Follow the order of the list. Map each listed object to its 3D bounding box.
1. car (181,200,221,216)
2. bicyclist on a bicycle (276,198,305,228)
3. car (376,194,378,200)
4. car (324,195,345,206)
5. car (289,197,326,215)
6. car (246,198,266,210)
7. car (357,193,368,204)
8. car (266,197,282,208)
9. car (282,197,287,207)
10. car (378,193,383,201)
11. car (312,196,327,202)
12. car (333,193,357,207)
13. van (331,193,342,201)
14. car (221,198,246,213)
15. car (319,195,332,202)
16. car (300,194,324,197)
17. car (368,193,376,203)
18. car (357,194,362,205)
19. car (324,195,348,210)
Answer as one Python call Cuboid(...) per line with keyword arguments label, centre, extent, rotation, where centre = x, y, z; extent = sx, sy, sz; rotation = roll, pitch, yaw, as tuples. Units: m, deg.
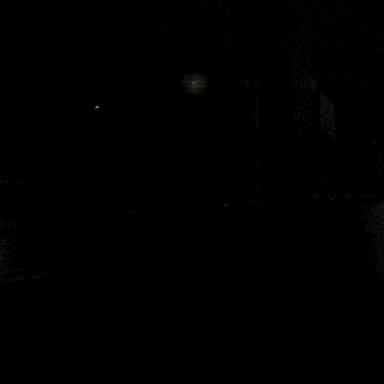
Cuboid(label="car", centre=(0.636, 1.525, 31.664), extent=(1.802, 1.307, 4.206), rotation=(0, 0, 35))
Cuboid(label="bicyclist on a bicycle", centre=(5.379, 1.177, 18.341), extent=(1.656, 1.620, 0.582), rotation=(-1, 0, 35))
Cuboid(label="car", centre=(36.642, 1.303, 68.657), extent=(1.752, 1.417, 4.829), rotation=(-1, 0, 35))
Cuboid(label="car", centre=(22.911, 1.321, 53.350), extent=(2.128, 1.511, 4.902), rotation=(-1, 0, 35))
Cuboid(label="car", centre=(10.852, 1.425, 31.439), extent=(1.947, 1.339, 4.313), rotation=(0, 0, 35))
Cuboid(label="car", centre=(7.060, 1.495, 40.934), extent=(1.802, 1.307, 4.206), rotation=(0, 0, 35))
Cuboid(label="car", centre=(26.909, 1.118, 54.613), extent=(2.192, 1.841, 5.009), rotation=(0, 0, 35))
Cuboid(label="car", centre=(10.175, 1.427, 45.429), extent=(1.752, 1.417, 4.829), rotation=(0, 0, 35))
Cuboid(label="car", centre=(13.484, 1.456, 50.205), extent=(1.947, 1.339, 4.313), rotation=(0, 0, 35))
Cuboid(label="car", centre=(42.968, 1.359, 77.786), extent=(1.802, 1.307, 4.206), rotation=(-1, 0, 35))
Cuboid(label="car", centre=(26.333, 1.419, 68.747), extent=(1.947, 1.339, 4.313), rotation=(0, 0, 35))
Cuboid(label="car", centre=(20.486, 1.137, 45.345), extent=(2.192, 1.841, 5.009), rotation=(0, 0, 35))
Cuboid(label="van", centre=(35.967, 1.187, 82.653), extent=(1.690, 1.788, 3.998), rotation=(-1, 0, 35))
Cuboid(label="car", centre=(3.847, 1.367, 36.298), extent=(1.967, 1.590, 4.097), rotation=(0, 0, 35))
Cuboid(label="car", centre=(29.545, 1.428, 73.381), extent=(1.802, 1.307, 4.206), rotation=(0, 0, 35))
Cuboid(label="car", centre=(13.999, 1.349, 40.492), extent=(2.128, 1.511, 4.902), rotation=(-1, 0, 35))
Cuboid(label="car", centre=(33.333, 1.100, 63.883), extent=(2.192, 1.841, 5.009), rotation=(0, 0, 35))
Cuboid(label="car", centre=(23.698, 1.378, 49.978), extent=(1.947, 1.339, 4.313), rotation=(0, 0, 35))
Cuboid(label="car", centre=(17.275, 1.377, 40.709), extent=(1.887, 1.381, 4.507), rotation=(0, 0, 35))
